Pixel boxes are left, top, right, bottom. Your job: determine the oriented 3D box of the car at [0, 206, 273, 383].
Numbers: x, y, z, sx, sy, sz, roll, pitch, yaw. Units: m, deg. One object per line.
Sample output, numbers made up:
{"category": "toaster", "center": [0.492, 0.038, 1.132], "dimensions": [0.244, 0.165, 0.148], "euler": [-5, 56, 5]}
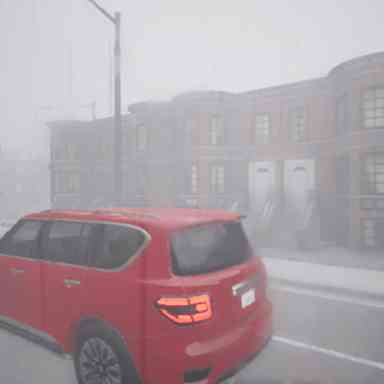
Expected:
{"category": "car", "center": [-1.581, 1.237, 5.120], "dimensions": [5.566, 2.045, 2.150], "euler": [0, 0, 36]}
